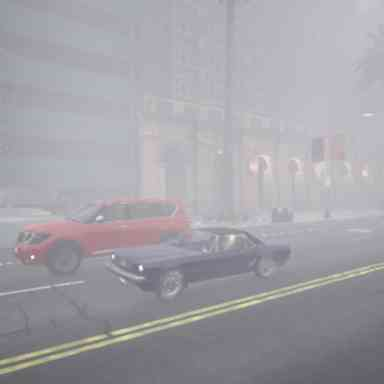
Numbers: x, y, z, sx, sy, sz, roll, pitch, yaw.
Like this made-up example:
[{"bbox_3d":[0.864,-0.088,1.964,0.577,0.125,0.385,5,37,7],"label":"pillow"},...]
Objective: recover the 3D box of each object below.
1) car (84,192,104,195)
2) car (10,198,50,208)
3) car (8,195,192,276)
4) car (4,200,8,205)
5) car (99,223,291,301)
[{"bbox_3d":[-10.724,1.043,31.010,5.566,2.045,2.435,0,0,-36],"label":"car"},{"bbox_3d":[-22.131,1.485,45.597,4.718,1.301,1.895,0,0,-36],"label":"car"},{"bbox_3d":[-2.565,1.225,10.739,5.566,2.045,2.150,0,0,-35],"label":"car"},{"bbox_3d":[-28.520,1.440,55.289,4.786,1.482,2.161,0,0,-36],"label":"car"},{"bbox_3d":[0.313,1.604,8.489,4.718,1.301,1.895,0,0,-35],"label":"car"}]
